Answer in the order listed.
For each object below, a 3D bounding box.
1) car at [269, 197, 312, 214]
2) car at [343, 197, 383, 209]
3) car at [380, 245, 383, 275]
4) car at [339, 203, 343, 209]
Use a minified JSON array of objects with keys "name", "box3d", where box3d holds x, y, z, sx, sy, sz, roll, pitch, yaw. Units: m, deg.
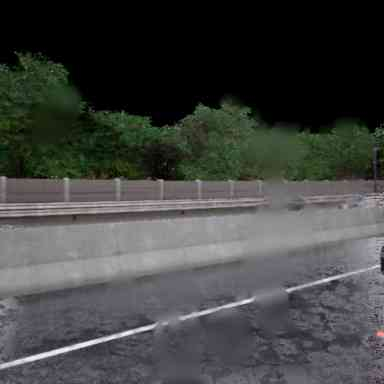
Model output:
[{"name":"car","box3d":[9.467,1.307,31.840,4.892,1.490,1.837,-1,0,-34]},{"name":"car","box3d":[14.530,1.310,26.817,4.674,1.442,1.812,-1,1,-34]},{"name":"car","box3d":[6.634,1.473,8.398,4.892,1.490,1.837,0,0,-35]},{"name":"car","box3d":[16.179,1.203,32.148,4.902,1.511,2.128,-1,1,-34]}]
